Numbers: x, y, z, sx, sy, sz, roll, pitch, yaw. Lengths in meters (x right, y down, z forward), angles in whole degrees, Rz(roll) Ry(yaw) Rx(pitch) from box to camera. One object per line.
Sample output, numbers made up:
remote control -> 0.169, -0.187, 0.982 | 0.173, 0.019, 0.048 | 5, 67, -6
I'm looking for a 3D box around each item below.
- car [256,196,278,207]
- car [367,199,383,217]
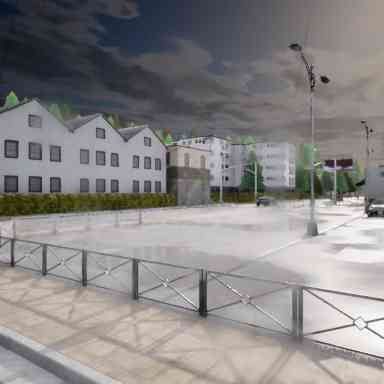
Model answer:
car -> 10.673, 1.313, 47.132 | 1.837, 1.490, 4.892 | 0, 0, 32
car -> 15.421, 1.298, 26.811 | 2.007, 1.523, 4.514 | 0, 0, 35
